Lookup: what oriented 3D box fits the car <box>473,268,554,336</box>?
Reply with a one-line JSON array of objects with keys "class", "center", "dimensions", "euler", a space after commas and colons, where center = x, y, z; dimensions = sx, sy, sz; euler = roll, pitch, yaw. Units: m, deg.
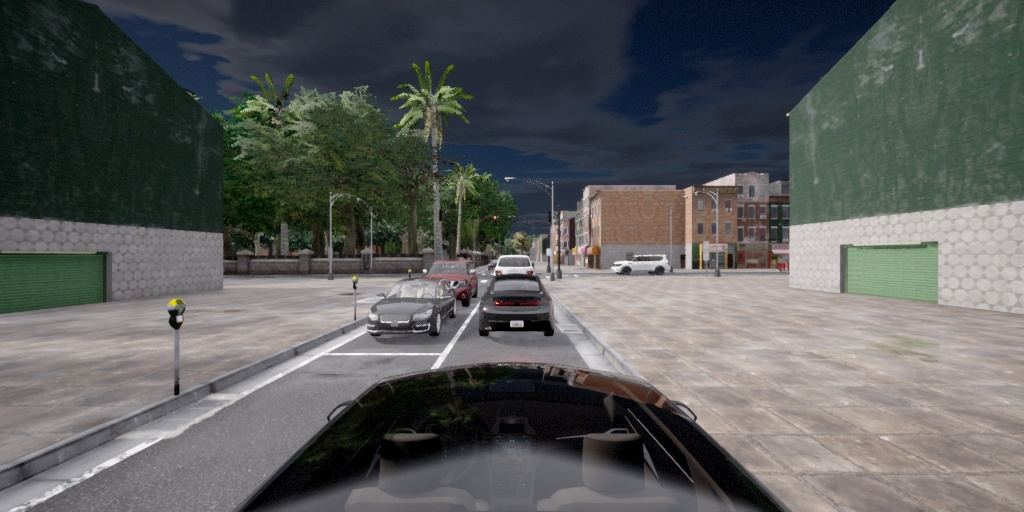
[{"class": "car", "center": [0.109, 1.256, 10.336], "dimensions": [1.837, 1.490, 4.892], "euler": [0, 0, 0]}]

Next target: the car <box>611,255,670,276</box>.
[{"class": "car", "center": [12.899, 0.903, 36.024], "dimensions": [5.566, 2.045, 2.150], "euler": [0, 0, 0]}]

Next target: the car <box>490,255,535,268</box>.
[{"class": "car", "center": [0.122, 0.981, 20.430], "dimensions": [2.150, 2.045, 5.566], "euler": [0, 0, 0]}]

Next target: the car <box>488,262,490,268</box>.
[{"class": "car", "center": [-2.574, 1.296, 53.819], "dimensions": [1.967, 1.591, 4.097], "euler": [0, 0, 0]}]

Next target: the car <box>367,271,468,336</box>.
[{"class": "car", "center": [-2.628, 1.301, 10.210], "dimensions": [2.007, 1.370, 4.403], "euler": [0, 0, 0]}]

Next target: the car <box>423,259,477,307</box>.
[{"class": "car", "center": [-2.621, 1.069, 15.673], "dimensions": [2.192, 1.841, 5.009], "euler": [0, 0, 0]}]

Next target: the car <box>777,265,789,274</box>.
[{"class": "car", "center": [29.539, 1.186, 36.022], "dimensions": [4.718, 1.301, 1.895], "euler": [0, 0, 0]}]
